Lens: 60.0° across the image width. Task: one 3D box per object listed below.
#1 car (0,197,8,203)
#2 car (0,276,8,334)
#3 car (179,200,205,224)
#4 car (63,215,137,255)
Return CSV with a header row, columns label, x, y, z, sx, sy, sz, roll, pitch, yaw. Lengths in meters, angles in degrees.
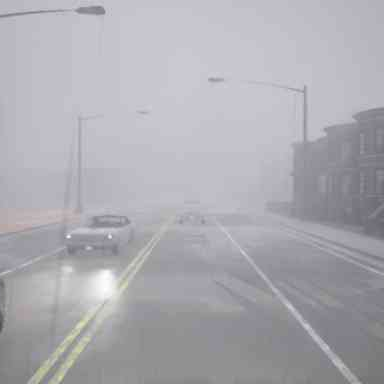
label,x,y,z,sx,sy,sz,roll,pitch,yaw
car,-46.009,2.044,77.605,3.806,1.475,1.970,-1,0,-1
car,-3.596,1.516,2.910,1.837,1.490,4.892,0,-1,0
car,0.021,1.608,25.445,1.812,1.442,4.674,0,0,1
car,-3.569,1.645,13.735,1.895,1.301,4.718,0,0,0
